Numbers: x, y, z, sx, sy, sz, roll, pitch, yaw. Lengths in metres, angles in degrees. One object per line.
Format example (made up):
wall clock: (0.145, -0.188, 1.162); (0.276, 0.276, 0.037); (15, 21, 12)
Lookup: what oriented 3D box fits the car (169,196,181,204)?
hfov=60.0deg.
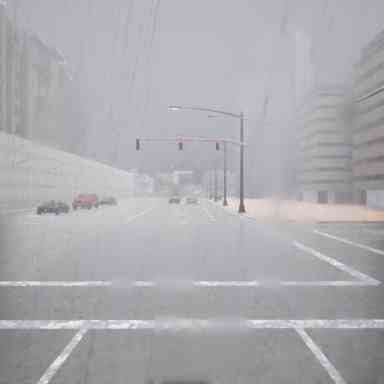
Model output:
car: (-3.450, 1.525, 64.212); (1.812, 1.442, 4.674); (0, 0, 0)

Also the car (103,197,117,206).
car: (-14.098, 1.547, 56.174); (2.033, 1.411, 5.357); (0, 0, 0)

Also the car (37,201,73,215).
car: (-14.114, 1.564, 33.961); (1.994, 1.385, 4.181); (0, 0, 0)

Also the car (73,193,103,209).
car: (-14.113, 1.221, 44.495); (2.150, 2.045, 5.566); (0, 0, 0)

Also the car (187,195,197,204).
car: (-0.037, 1.477, 63.212); (1.882, 1.535, 5.008); (0, 0, 0)

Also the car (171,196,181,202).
car: (-3.543, 1.595, 74.448); (1.895, 1.301, 4.718); (0, 0, 0)

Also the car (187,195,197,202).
car: (-0.043, 1.427, 73.631); (2.033, 1.411, 5.357); (0, 0, 0)
